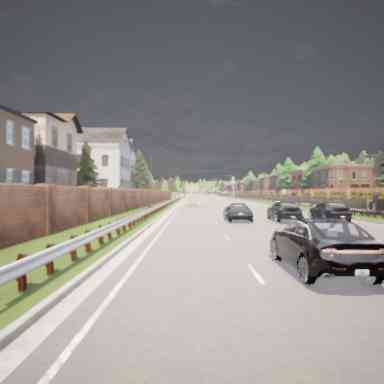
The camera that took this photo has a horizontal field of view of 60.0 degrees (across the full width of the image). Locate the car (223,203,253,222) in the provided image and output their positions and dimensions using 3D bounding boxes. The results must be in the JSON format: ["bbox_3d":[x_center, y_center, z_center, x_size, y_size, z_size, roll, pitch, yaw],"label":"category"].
[{"bbox_3d":[3.601,1.571,26.426,1.994,1.385,4.181,0,0,0],"label":"car"}]

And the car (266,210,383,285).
[{"bbox_3d":[3.601,1.494,9.457,2.128,1.511,4.902,0,0,0],"label":"car"}]

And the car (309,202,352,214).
[{"bbox_3d":[10.600,1.512,25.831,1.837,1.490,4.892,0,0,0],"label":"car"}]

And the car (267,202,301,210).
[{"bbox_3d":[7.101,1.512,25.836,1.837,1.490,4.892,0,0,0],"label":"car"}]

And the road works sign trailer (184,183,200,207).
[{"bbox_3d":[0.001,0.477,51.318,2.380,3.560,2.880,0,0,0],"label":"road works sign trailer"}]
